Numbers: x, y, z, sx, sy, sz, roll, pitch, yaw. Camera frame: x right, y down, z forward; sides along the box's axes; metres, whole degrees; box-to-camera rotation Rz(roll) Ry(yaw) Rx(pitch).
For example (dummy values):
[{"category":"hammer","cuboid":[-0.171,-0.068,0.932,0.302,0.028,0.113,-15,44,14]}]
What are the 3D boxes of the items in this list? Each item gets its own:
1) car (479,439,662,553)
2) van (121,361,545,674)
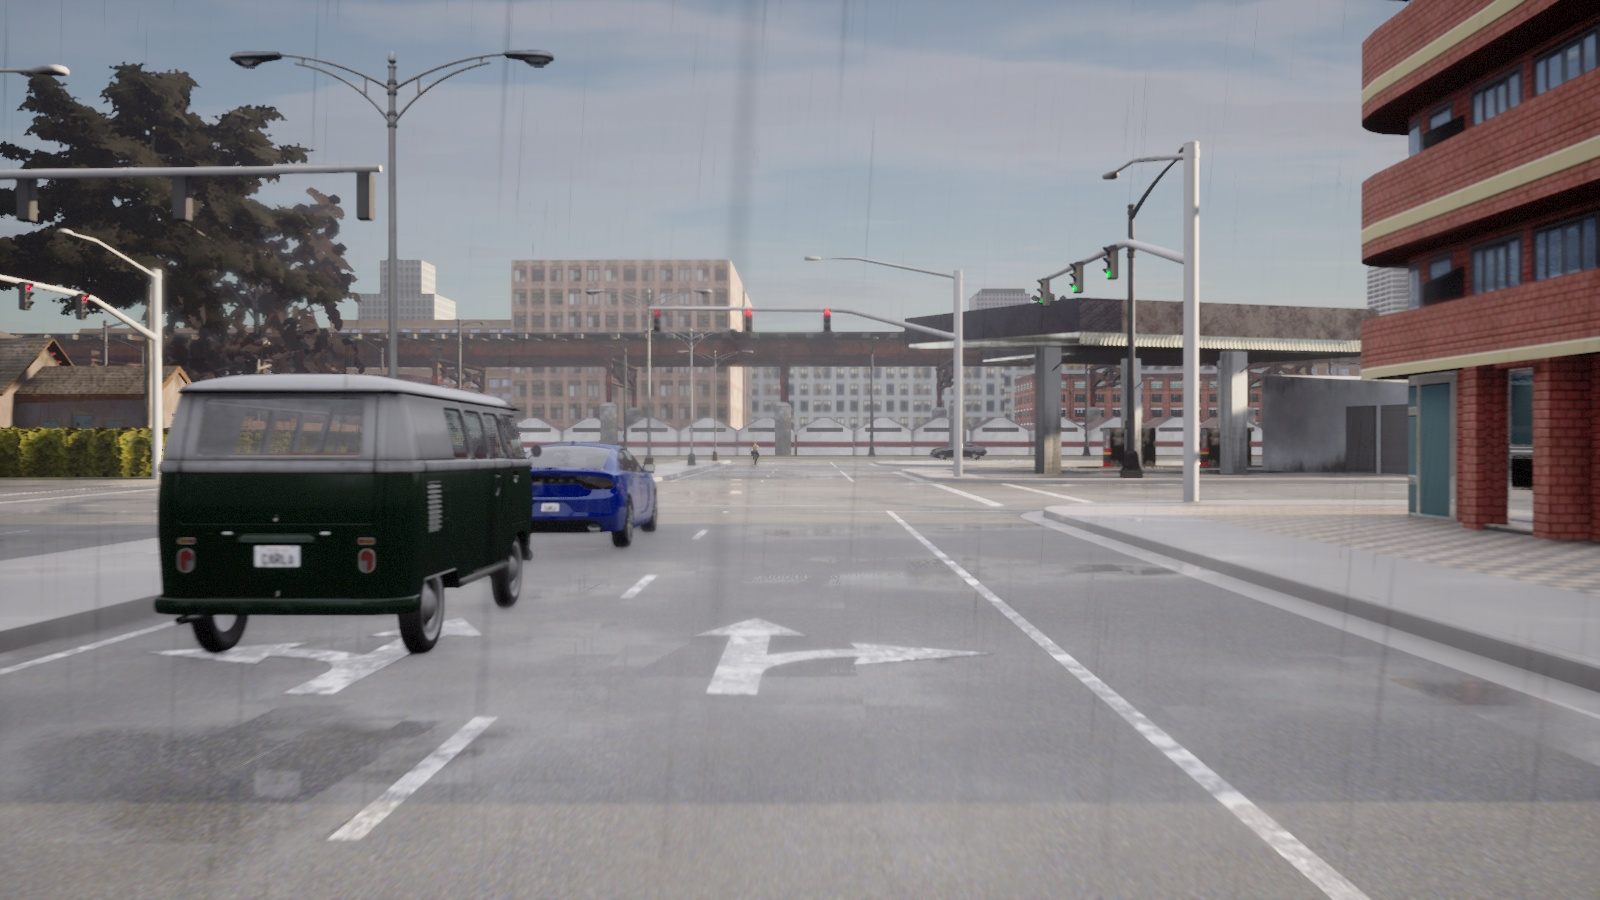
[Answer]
[{"category":"car","cuboid":[-3.374,0.612,19.463,1.882,1.535,5.008,0,0,0]},{"category":"van","cuboid":[-3.427,0.434,10.225,1.775,1.987,4.442,0,0,0]}]
